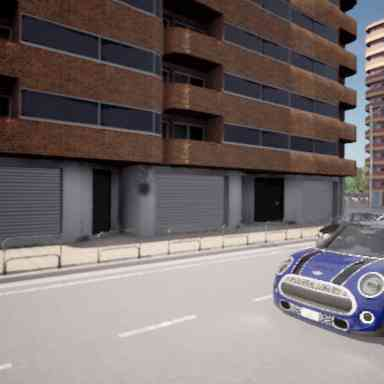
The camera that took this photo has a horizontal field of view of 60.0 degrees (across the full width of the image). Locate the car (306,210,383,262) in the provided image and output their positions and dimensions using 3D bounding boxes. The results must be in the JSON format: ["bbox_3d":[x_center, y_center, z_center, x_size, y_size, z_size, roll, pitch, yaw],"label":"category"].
[{"bbox_3d":[7.016,1.592,13.414,4.902,1.511,2.128,1,0,-36],"label":"car"}]

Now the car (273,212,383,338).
[{"bbox_3d":[3.738,1.404,6.715,4.553,1.767,2.097,1,0,-36],"label":"car"}]
